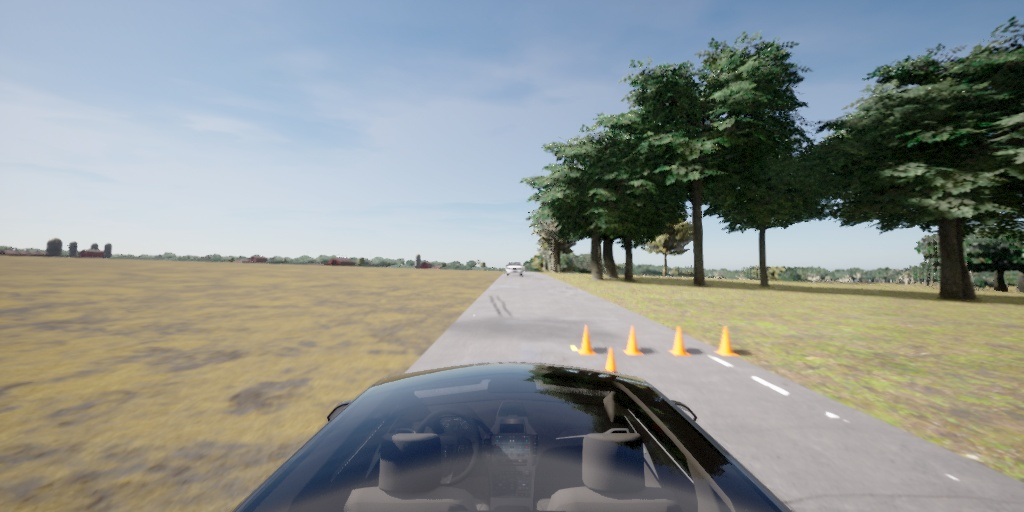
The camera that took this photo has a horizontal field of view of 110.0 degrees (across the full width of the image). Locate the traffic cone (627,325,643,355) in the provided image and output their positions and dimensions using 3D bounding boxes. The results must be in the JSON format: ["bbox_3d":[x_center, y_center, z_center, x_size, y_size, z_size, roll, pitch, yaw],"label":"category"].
[{"bbox_3d":[2.604,1.796,7.736,0.340,0.580,0.340,0,0,0],"label":"traffic cone"}]

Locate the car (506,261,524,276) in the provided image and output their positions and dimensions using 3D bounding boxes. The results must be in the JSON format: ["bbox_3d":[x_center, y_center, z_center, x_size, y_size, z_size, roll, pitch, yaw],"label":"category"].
[{"bbox_3d":[0.358,1.708,49.312,2.150,2.045,5.566,0,-1,0],"label":"car"}]

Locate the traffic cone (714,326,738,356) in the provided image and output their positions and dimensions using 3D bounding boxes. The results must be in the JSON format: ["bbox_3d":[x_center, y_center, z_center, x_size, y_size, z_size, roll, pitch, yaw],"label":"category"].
[{"bbox_3d":[4.602,1.811,7.720,0.340,0.580,0.340,0,0,1],"label":"traffic cone"}]

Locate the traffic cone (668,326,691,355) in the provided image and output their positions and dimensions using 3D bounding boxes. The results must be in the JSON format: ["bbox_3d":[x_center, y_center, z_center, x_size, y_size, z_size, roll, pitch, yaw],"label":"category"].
[{"bbox_3d":[3.603,1.804,7.728,0.340,0.580,0.340,0,0,0],"label":"traffic cone"}]

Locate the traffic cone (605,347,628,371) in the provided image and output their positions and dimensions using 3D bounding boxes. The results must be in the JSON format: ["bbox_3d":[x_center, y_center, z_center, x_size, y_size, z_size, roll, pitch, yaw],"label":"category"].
[{"bbox_3d":[1.588,1.764,5.744,0.340,0.580,0.340,0,0,0],"label":"traffic cone"}]

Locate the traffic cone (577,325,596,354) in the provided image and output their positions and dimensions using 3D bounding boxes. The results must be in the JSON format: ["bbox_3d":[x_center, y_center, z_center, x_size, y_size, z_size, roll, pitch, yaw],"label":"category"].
[{"bbox_3d":[1.604,1.789,7.744,0.340,0.580,0.340,0,0,0],"label":"traffic cone"}]
